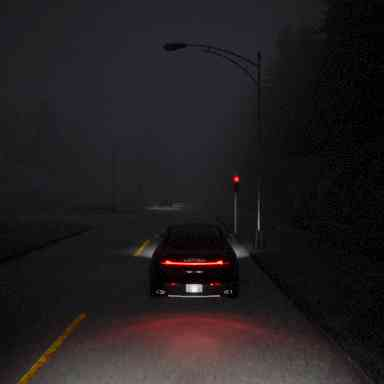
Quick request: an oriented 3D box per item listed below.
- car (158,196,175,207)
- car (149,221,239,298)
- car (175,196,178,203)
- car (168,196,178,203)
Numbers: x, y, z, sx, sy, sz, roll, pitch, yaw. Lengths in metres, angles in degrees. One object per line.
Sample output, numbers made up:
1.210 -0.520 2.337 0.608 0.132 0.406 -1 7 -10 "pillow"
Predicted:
-4.090 1.477 51.207 1.882 1.535 5.008 0 0 0 "car"
0.059 1.505 8.481 1.837 1.490 4.892 0 0 0 "car"
-4.066 1.477 60.553 1.882 1.535 5.008 0 0 0 "car"
-3.994 1.522 70.755 1.812 1.442 4.674 0 0 0 "car"
